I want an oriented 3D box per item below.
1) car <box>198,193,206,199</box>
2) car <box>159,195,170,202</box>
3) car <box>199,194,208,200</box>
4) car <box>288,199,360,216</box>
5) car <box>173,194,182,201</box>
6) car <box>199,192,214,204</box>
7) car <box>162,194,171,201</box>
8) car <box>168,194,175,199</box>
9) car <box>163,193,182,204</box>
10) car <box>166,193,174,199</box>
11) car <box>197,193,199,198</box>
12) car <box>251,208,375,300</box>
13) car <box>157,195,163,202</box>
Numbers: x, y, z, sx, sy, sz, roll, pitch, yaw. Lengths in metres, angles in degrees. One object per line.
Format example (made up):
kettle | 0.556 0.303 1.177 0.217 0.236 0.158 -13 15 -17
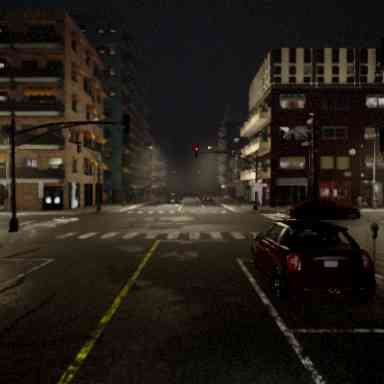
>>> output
car | 2.709 1.105 91.646 1.887 1.381 4.507 -1 0 0
car | -5.645 1.232 69.003 1.947 1.339 4.313 -1 0 0
car | 2.705 1.164 80.305 2.008 1.369 4.403 -1 0 0
car | 9.411 1.285 23.881 5.008 1.535 1.882 -1 1 0
car | -2.978 1.179 70.128 1.812 1.442 4.674 0 0 0
car | 2.696 1.159 57.621 1.967 1.590 4.097 -1 0 0
car | -5.644 1.166 74.503 1.752 1.417 4.829 -1 0 0
car | -5.637 1.142 91.686 1.802 1.307 4.206 -1 0 0
car | -3.028 1.224 54.653 2.128 1.511 4.902 0 0 1
car | -5.641 1.027 86.014 1.967 1.590 4.097 -1 0 0
car | 2.700 1.106 68.962 1.967 1.590 4.097 -1 0 0
car | 2.680 1.397 8.336 1.967 1.590 4.097 -1 0 0
car | -5.648 1.219 63.162 1.752 1.417 4.829 -1 0 0
